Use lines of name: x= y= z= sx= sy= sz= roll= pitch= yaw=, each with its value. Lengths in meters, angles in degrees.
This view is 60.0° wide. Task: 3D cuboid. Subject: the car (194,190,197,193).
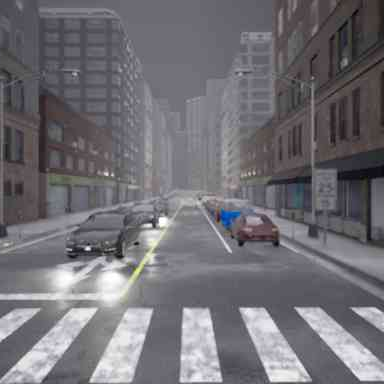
car: x=2.354 y=1.041 z=86.979 sx=2.192 sy=1.841 sz=5.009 roll=0 pitch=0 yaw=0

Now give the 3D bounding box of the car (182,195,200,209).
car: x=-0.202 y=1.475 z=43.201 sx=1.812 sy=1.442 sz=4.674 roll=0 pitch=0 yaw=0

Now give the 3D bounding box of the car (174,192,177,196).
car: x=-6.198 y=1.006 z=92.496 sx=2.192 sy=1.841 sz=5.009 roll=0 pitch=0 yaw=0

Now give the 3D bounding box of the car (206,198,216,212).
car: x=2.617 y=1.567 z=31.457 sx=1.802 sy=1.307 sz=4.206 roll=0 pitch=0 yaw=0

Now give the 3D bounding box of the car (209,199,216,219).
car: x=2.642 y=1.535 z=25.901 sx=1.887 sy=1.381 sz=4.507 roll=0 pitch=0 yaw=0

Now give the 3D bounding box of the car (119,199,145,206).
car: x=-5.910 y=1.571 z=31.420 sx=1.802 sy=1.307 sz=4.206 roll=0 pitch=0 yaw=0

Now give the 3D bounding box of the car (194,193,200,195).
car: x=-0.251 y=1.395 z=53.202 sx=2.128 sy=1.511 sz=4.902 roll=0 pitch=0 yaw=0

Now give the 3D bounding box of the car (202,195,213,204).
car: x=2.847 y=1.340 z=61.954 sx=1.882 sy=1.535 sz=5.008 roll=0 pitch=0 yaw=0

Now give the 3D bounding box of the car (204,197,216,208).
car: x=2.592 y=1.553 z=37.007 sx=1.802 sy=1.307 sz=4.206 roll=0 pitch=0 yaw=0

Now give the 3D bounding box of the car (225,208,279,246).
car: x=2.695 y=1.576 z=14.798 sx=1.802 sy=1.307 sz=4.206 roll=0 pitch=0 yaw=0

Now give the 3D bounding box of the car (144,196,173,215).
car: x=-3.203 y=1.476 z=32.990 sx=2.128 sy=1.511 sz=4.902 roll=0 pitch=0 yaw=0

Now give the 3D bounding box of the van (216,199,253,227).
van: x=2.668 y=1.333 z=20.350 sx=1.690 sy=1.788 sz=3.998 roll=0 pitch=0 yaw=0

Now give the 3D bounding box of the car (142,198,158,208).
car: x=-5.987 y=1.512 z=48.078 sx=1.802 sy=1.307 sz=4.206 roll=0 pitch=0 yaw=0

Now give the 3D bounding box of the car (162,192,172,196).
car: x=-6.120 y=1.345 z=75.842 sx=1.887 sy=1.381 sz=4.507 roll=0 pitch=0 yaw=0

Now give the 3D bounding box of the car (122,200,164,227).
car: x=-3.196 y=1.521 z=22.599 sx=1.812 sy=1.442 sz=4.674 roll=0 pitch=0 yaw=0

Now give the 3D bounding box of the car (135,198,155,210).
car: x=-5.960 y=1.506 z=42.526 sx=2.008 sy=1.369 sz=4.403 roll=0 pitch=0 yaw=0

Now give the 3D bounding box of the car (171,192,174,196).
car: x=-6.146 y=1.348 z=81.393 sx=1.802 sy=1.307 sz=4.206 roll=0 pitch=0 yaw=0

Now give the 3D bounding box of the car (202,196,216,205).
car: x=2.565 y=1.532 z=42.563 sx=1.802 sy=1.307 sz=4.206 roll=0 pitch=0 yaw=0

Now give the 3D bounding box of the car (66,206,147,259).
car: x=-3.149 y=1.503 z=12.694 sx=1.837 sy=1.490 sz=4.892 roll=0 pitch=0 yaw=2

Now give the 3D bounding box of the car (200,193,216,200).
car: x=2.847 y=1.115 z=54.983 sx=2.150 sy=2.045 sz=5.566 roll=0 pitch=0 yaw=0
